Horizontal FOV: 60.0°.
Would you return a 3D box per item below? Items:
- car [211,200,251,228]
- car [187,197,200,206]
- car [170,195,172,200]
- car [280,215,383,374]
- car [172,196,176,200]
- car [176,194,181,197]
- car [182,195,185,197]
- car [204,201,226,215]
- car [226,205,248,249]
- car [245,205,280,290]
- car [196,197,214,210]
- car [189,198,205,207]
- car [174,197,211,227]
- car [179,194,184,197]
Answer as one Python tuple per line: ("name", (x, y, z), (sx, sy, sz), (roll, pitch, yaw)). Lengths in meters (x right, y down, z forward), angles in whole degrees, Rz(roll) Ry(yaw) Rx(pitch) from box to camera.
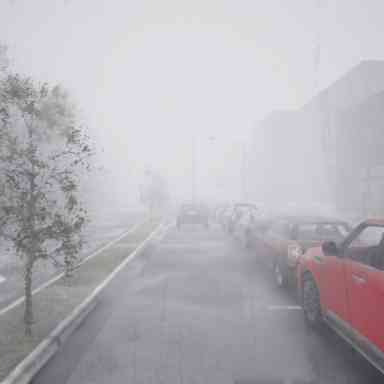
("car", (2.936, 1.671, 26.116), (2.163, 1.488, 4.792), (0, 0, -1))
("car", (0.245, 1.821, 65.036), (2.097, 1.535, 5.008), (0, 0, -6))
("car", (-3.983, 1.869, 92.550), (2.231, 1.521, 4.892), (0, 0, -11))
("car", (3.050, 1.257, 3.912), (2.435, 2.045, 5.566), (0, 0, 0))
("car", (-2.958, 1.618, 87.098), (2.435, 2.045, 5.566), (0, 0, -10))
("car", (-2.032, 1.862, 81.767), (1.946, 1.575, 5.366), (0, 0, -9))
("car", (-0.411, 1.840, 70.566), (2.097, 1.535, 5.008), (0, 0, -7))
("car", (2.519, 1.742, 37.322), (2.002, 1.452, 4.674), (0, 0, -3))
("car", (3.052, 1.577, 14.968), (2.231, 1.521, 4.892), (0, 0, 0))
("car", (3.050, 1.416, 9.397), (2.185, 1.767, 4.553), (0, 0, 0))
("car", (1.837, 1.629, 48.405), (2.185, 1.767, 4.553), (0, 0, -4))
("car", (0.846, 1.802, 59.506), (2.231, 1.521, 4.892), (0, 0, -5))
("car", (-0.013, 1.499, 23.937), (2.097, 1.767, 4.553), (0, 0, -1))
("car", (-1.185, 1.853, 76.267), (1.946, 1.575, 5.366), (0, 0, -8))
